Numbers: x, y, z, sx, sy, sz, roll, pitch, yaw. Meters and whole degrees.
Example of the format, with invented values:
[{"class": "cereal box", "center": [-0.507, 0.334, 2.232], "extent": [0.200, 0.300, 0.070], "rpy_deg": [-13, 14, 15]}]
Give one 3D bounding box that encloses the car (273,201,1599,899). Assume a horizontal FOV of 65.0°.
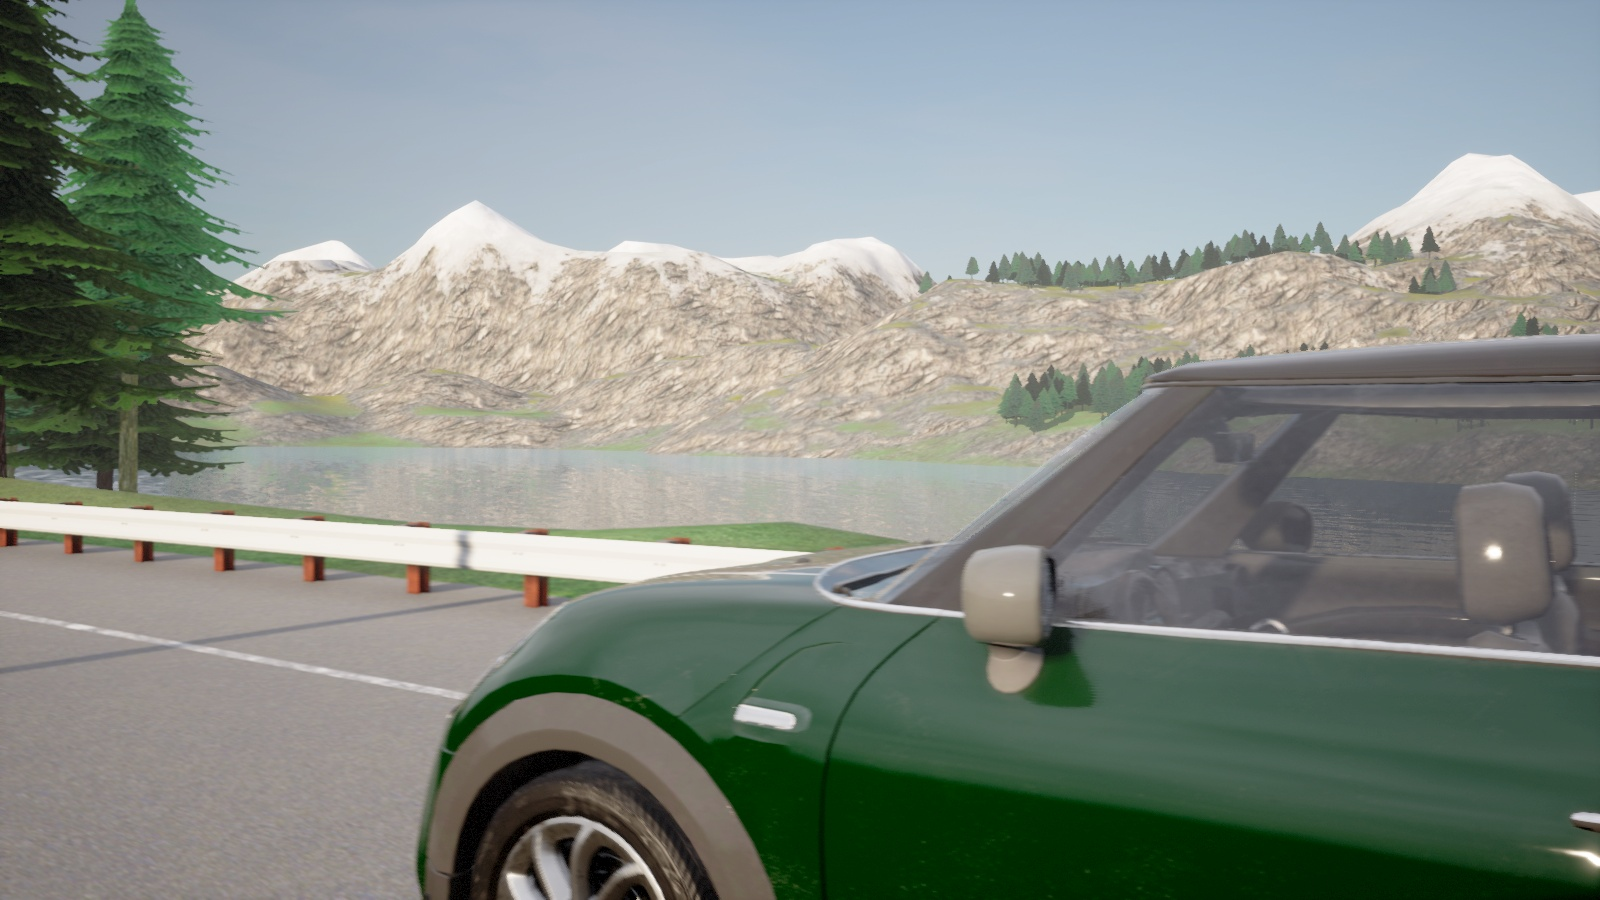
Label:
[{"class": "car", "center": [1.118, 0.540, 2.878], "extent": [4.553, 1.767, 2.097], "rpy_deg": [0, 1, 34]}]
